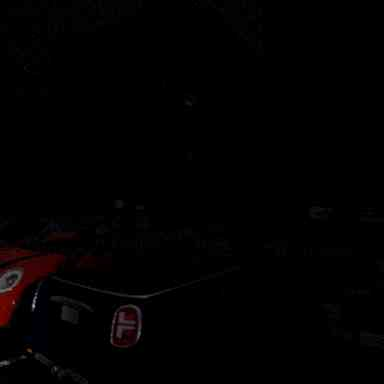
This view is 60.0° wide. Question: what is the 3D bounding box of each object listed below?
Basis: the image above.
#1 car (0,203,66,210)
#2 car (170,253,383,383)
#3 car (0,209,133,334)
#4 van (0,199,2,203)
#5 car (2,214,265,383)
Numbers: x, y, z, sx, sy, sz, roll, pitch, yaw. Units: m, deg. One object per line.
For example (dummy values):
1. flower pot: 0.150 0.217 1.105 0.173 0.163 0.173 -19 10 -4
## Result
1. car: -4.524 1.293 8.535 2.185 1.767 4.553 0 0 36
2. car: 2.188 1.480 3.702 2.231 1.521 4.892 1 0 35
3. car: -2.279 1.312 6.934 2.185 1.767 4.553 0 0 35
4. van: -9.099 1.159 11.616 1.878 1.987 4.442 0 0 36
5. car: -0.070 1.332 5.282 2.185 1.767 4.553 0 0 35
